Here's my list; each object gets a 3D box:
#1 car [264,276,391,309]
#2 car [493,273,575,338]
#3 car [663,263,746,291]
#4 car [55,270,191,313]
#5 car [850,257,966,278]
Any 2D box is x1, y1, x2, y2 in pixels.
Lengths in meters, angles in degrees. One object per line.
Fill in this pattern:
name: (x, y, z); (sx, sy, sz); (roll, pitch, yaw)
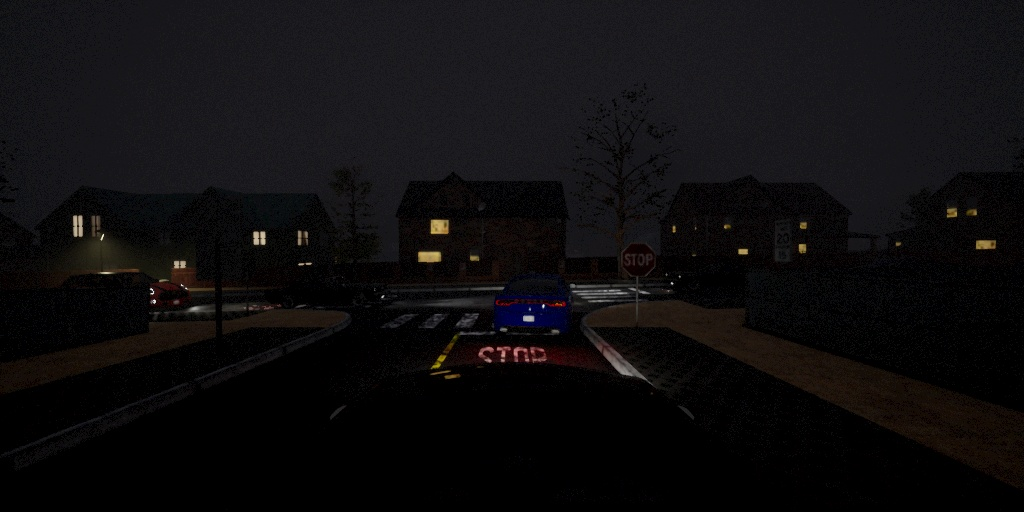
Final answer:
car: (-7.811, 1.507, 15.538); (4.718, 1.301, 1.895); (-1, 1, 0)
car: (0.787, 1.227, 10.330); (1.882, 1.535, 5.008); (0, 0, 10)
car: (10.412, 1.036, 18.464); (4.718, 1.301, 1.895); (-1, 1, -1)
car: (-16.798, 1.473, 15.531); (4.553, 1.767, 2.097); (-1, 1, 0)
car: (20.057, 0.755, 18.500); (5.357, 1.411, 2.033); (-1, 1, 0)
